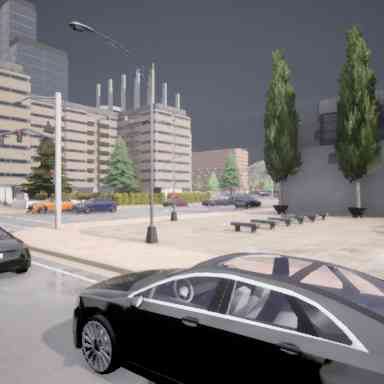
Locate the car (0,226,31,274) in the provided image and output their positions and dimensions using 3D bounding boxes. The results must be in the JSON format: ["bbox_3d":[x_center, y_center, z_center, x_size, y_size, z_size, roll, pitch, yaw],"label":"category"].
[{"bbox_3d":[-6.354,1.563,9.511,4.181,1.385,1.994,0,0,40],"label":"car"}]

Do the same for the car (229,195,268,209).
[{"bbox_3d":[7.571,1.489,44.254,2.128,1.511,4.902,0,0,41],"label":"car"}]

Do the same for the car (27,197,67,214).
[{"bbox_3d":[-14.727,1.350,34.917,2.097,1.767,4.553,0,0,42],"label":"car"}]

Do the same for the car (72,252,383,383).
[{"bbox_3d":[0.548,1.491,3.888,4.902,1.511,2.128,0,0,38],"label":"car"}]

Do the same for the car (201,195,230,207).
[{"bbox_3d":[3.703,1.545,50.764,2.033,1.411,5.357,0,0,41],"label":"car"}]

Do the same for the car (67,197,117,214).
[{"bbox_3d":[-10.185,1.349,34.775,2.097,1.767,4.553,0,0,41],"label":"car"}]

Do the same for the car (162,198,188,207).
[{"bbox_3d":[-2.433,1.561,49.040,1.994,1.385,4.181,0,0,41],"label":"car"}]

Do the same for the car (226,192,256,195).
[{"bbox_3d":[9.058,1.214,62.142,2.150,2.045,5.566,0,0,41],"label":"car"}]
